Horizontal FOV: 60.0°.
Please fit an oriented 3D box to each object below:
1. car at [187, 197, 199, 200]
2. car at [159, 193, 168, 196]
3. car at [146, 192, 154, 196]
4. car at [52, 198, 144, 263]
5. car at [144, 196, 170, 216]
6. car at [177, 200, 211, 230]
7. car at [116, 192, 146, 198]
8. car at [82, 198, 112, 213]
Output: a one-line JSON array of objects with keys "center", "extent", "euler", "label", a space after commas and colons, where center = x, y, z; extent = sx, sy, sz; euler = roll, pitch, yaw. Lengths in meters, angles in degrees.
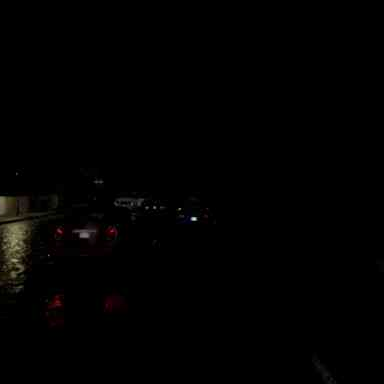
[{"center": [0.122, 1.301, 36.886], "extent": [1.812, 1.442, 4.674], "euler": [0, 0, 0], "label": "car"}, {"center": [-6.457, 0.917, 74.848], "extent": [1.895, 1.301, 4.718], "euler": [0, 0, 0], "label": "car"}, {"center": [-9.707, 0.809, 75.296], "extent": [1.812, 1.442, 4.674], "euler": [0, 0, 0], "label": "car"}, {"center": [-3.143, 1.279, 11.871], "extent": [2.097, 1.767, 4.553], "euler": [0, 0, 0], "label": "car"}, {"center": [-3.133, 1.362, 30.576], "extent": [2.033, 1.411, 5.357], "euler": [0, 0, 0], "label": "car"}, {"center": [0.113, 1.441, 20.237], "extent": [1.994, 1.385, 4.181], "euler": [0, 0, 0], "label": "car"}, {"center": [-6.579, 1.014, 34.692], "extent": [2.150, 2.045, 5.566], "euler": [0, 0, 0], "label": "car"}, {"center": [-9.825, 1.353, 34.766], "extent": [1.994, 1.385, 4.181], "euler": [0, 0, 0], "label": "car"}]
